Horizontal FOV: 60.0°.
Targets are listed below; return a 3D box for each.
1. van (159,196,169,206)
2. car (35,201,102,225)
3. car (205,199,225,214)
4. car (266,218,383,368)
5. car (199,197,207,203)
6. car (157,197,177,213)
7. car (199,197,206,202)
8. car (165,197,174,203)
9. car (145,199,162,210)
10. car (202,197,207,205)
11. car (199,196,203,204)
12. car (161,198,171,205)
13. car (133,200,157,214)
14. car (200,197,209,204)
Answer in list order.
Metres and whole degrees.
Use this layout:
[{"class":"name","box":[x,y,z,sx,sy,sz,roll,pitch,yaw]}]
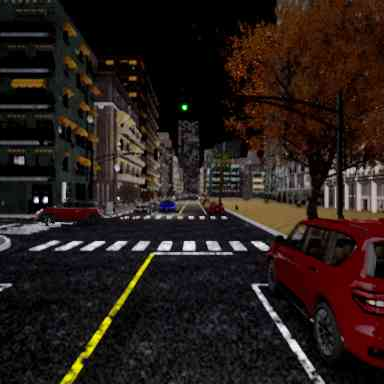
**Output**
[{"class":"van","box":[-5.544,1.719,65.842,1.690,1.788,3.998,0,0,0]},{"class":"car","box":[-8.924,1.424,24.411,4.553,1.767,2.097,2,-2,-14]},{"class":"car","box":[2.775,1.751,38.159,1.887,1.381,4.507,0,0,0]},{"class":"car","box":[2.705,1.345,5.772,2.192,1.841,5.009,0,0,0]},{"class":"car","box":[2.885,2.069,87.952,1.887,1.381,4.507,0,0,0]},{"class":"car","box":[-2.912,1.709,40.070,1.882,1.535,5.008,0,0,0]},{"class":"car","box":[2.897,2.113,93.484,2.008,1.369,4.403,0,0,0]},{"class":"car","box":[-5.508,1.926,82.439,1.967,1.590,4.097,0,0,0]},{"class":"car","box":[-5.581,1.824,49.243,2.008,1.369,4.403,0,0,0]},{"class":"car","box":[2.800,1.800,49.394,1.752,1.417,4.829,0,0,0]},{"class":"car","box":[2.836,1.960,65.821,1.802,1.307,4.206,0,0,0]},{"class":"car","box":[-5.532,1.996,71.372,1.802,1.307,4.206,0,0,0]},{"class":"car","box":[-5.605,1.757,38.177,2.008,1.369,4.403,0,0,0]},{"class":"car","box":[2.861,1.976,77.057,1.752,1.417,4.829,0,0,0]}]
